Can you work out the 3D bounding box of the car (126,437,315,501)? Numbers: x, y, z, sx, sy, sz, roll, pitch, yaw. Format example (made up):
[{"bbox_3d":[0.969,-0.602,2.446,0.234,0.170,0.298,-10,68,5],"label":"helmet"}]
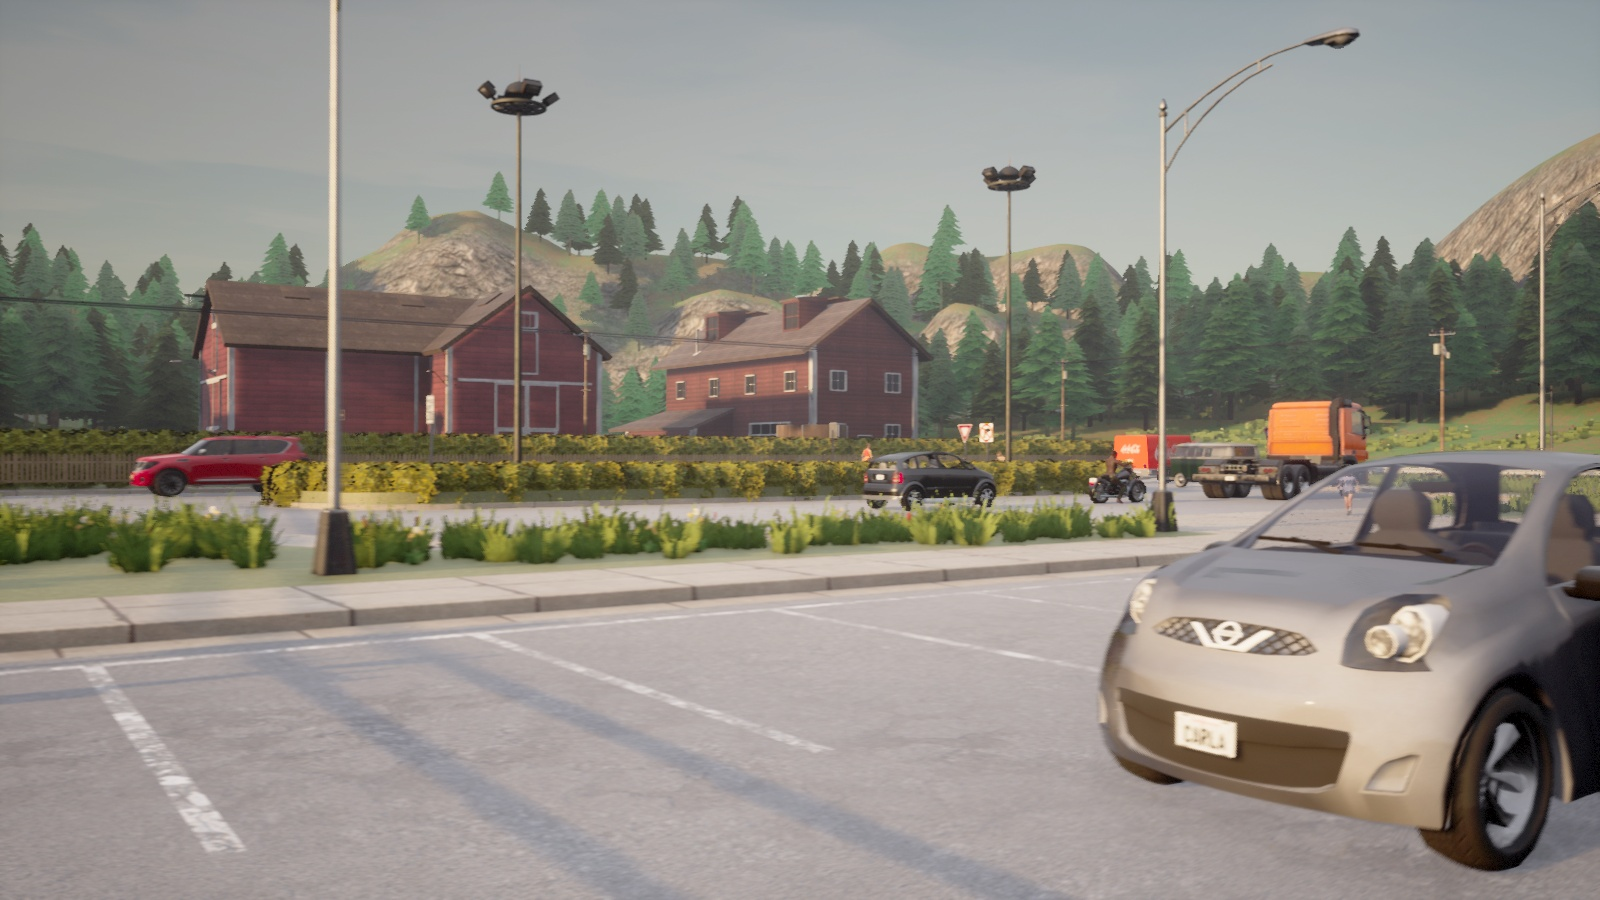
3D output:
[{"bbox_3d":[-19.725,0.610,42.838,5.566,2.045,2.150,0,0,-34],"label":"car"}]

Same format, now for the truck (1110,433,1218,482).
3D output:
[{"bbox_3d":[18.788,0.377,64.712,5.204,2.467,2.627,0,0,-34],"label":"truck"}]

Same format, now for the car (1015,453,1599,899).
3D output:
[{"bbox_3d":[2.952,0.766,5.713,3.633,1.501,1.845,0,0,-35],"label":"car"}]

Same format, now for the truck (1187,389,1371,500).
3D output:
[{"bbox_3d":[16.607,-0.166,43.175,7.936,3.462,2.891,0,0,-45],"label":"truck"}]

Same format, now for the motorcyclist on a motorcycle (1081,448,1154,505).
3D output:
[{"bbox_3d":[9.501,0.767,37.546,2.350,1.649,0.766,0,0,-34],"label":"motorcyclist on a motorcycle"}]

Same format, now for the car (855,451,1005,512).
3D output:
[{"bbox_3d":[3.480,0.798,33.422,3.705,1.549,1.789,0,0,-34],"label":"car"}]

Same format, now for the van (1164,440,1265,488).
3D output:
[{"bbox_3d":[17.873,0.593,54.352,1.775,1.987,4.442,0,0,-21],"label":"van"}]
